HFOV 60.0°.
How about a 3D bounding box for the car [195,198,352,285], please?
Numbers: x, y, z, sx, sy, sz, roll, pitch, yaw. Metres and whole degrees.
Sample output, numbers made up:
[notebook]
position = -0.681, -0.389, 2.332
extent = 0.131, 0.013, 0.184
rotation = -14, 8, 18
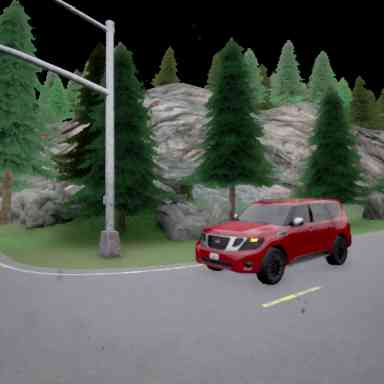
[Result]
[car]
position = 2.671, 1.224, 9.945
extent = 5.566, 2.045, 2.150
rotation = 0, 0, -40
